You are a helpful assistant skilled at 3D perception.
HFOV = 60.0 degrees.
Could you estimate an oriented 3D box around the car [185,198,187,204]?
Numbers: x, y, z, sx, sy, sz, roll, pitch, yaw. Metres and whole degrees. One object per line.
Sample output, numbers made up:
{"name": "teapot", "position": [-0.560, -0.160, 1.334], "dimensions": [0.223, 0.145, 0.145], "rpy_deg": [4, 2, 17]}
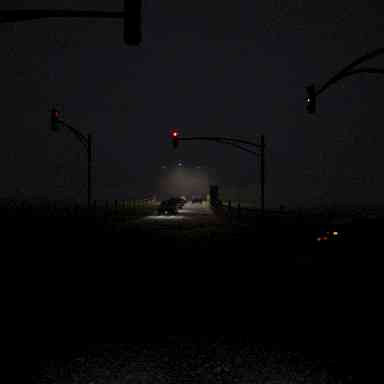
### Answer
{"name": "car", "position": [-2.122, 1.560, 53.805], "dimensions": [2.033, 1.411, 5.357], "rpy_deg": [0, 0, 1]}

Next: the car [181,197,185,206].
{"name": "car", "position": [-2.265, 1.514, 43.957], "dimensions": [1.837, 1.490, 4.892], "rpy_deg": [0, 0, 1]}

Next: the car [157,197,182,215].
{"name": "car", "position": [-2.414, 1.553, 34.180], "dimensions": [2.033, 1.411, 5.357], "rpy_deg": [0, 0, 0]}

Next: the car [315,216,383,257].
{"name": "car", "position": [7.223, 1.680, 12.885], "dimensions": [4.674, 1.442, 1.812], "rpy_deg": [1, 0, 1]}

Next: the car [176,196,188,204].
{"name": "car", "position": [-1.924, 1.581, 63.810], "dimensions": [1.994, 1.385, 4.181], "rpy_deg": [0, 0, 2]}

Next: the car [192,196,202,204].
{"name": "car", "position": [0.995, 1.495, 65.126], "dimensions": [1.882, 1.535, 5.008], "rpy_deg": [0, 0, 1]}
